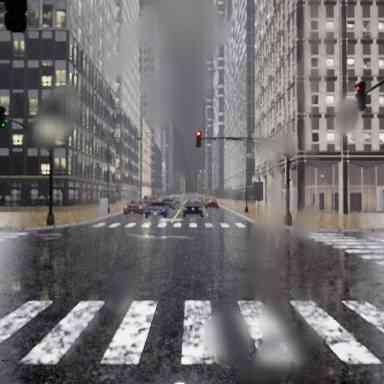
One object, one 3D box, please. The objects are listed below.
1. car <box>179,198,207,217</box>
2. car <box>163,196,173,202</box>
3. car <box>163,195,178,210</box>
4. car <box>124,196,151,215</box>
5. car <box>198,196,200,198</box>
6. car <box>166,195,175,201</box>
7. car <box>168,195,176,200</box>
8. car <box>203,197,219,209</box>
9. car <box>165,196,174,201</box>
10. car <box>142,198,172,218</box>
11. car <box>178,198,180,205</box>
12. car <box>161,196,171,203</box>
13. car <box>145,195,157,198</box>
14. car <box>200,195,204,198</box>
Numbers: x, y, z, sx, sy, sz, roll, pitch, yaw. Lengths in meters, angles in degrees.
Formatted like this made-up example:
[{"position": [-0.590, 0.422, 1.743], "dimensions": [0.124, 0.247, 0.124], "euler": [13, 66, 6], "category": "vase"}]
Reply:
[{"position": [0.078, 1.577, 32.187], "dimensions": [2.033, 1.411, 5.357], "euler": [0, 0, 0], "category": "car"}, {"position": [-5.728, 1.624, 78.440], "dimensions": [2.008, 1.369, 4.403], "euler": [1, 0, 0], "category": "car"}, {"position": [-3.122, 1.545, 42.946], "dimensions": [1.837, 1.490, 4.892], "euler": [0, 0, 0], "category": "car"}, {"position": [-5.696, 1.471, 33.839], "dimensions": [1.967, 1.590, 4.097], "euler": [1, 0, 0], "category": "car"}, {"position": [2.663, 1.623, 61.789], "dimensions": [1.947, 1.339, 4.313], "euler": [1, 0, 0], "category": "car"}, {"position": [-5.735, 1.635, 89.590], "dimensions": [2.008, 1.369, 4.403], "euler": [1, 0, 0], "category": "car"}, {"position": [-5.740, 1.656, 95.165], "dimensions": [1.947, 1.339, 4.313], "euler": [1, 0, 0], "category": "car"}, {"position": [2.673, 1.624, 45.056], "dimensions": [1.802, 1.307, 4.206], "euler": [1, 0, 0], "category": "car"}, {"position": [-5.732, 1.624, 84.015], "dimensions": [1.887, 1.381, 4.507], "euler": [1, 0, 0], "category": "car"}, {"position": [-3.119, 1.554, 30.374], "dimensions": [1.812, 1.442, 4.674], "euler": [0, 0, 0], "category": "car"}, {"position": [-3.087, 1.603, 59.829], "dimensions": [2.033, 1.411, 5.357], "euler": [0, 0, 1], "category": "car"}, {"position": [-5.724, 1.613, 72.865], "dimensions": [1.887, 1.381, 4.507], "euler": [1, 0, 0], "category": "car"}, {"position": [-5.701, 1.357, 44.989], "dimensions": [2.192, 1.841, 5.009], "euler": [1, 0, 0], "category": "car"}, {"position": [2.667, 1.578, 56.382], "dimensions": [1.752, 1.417, 4.829], "euler": [1, 0, 0], "category": "car"}]
